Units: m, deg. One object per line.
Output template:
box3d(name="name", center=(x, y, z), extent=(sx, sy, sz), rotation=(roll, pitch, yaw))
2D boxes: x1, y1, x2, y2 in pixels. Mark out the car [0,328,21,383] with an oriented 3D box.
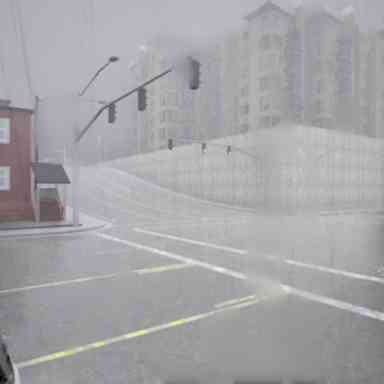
box3d(name="car", center=(-3.691, 1.223, 1.148), extent=(5.566, 2.045, 2.150), rotation=(0, 0, -35))
